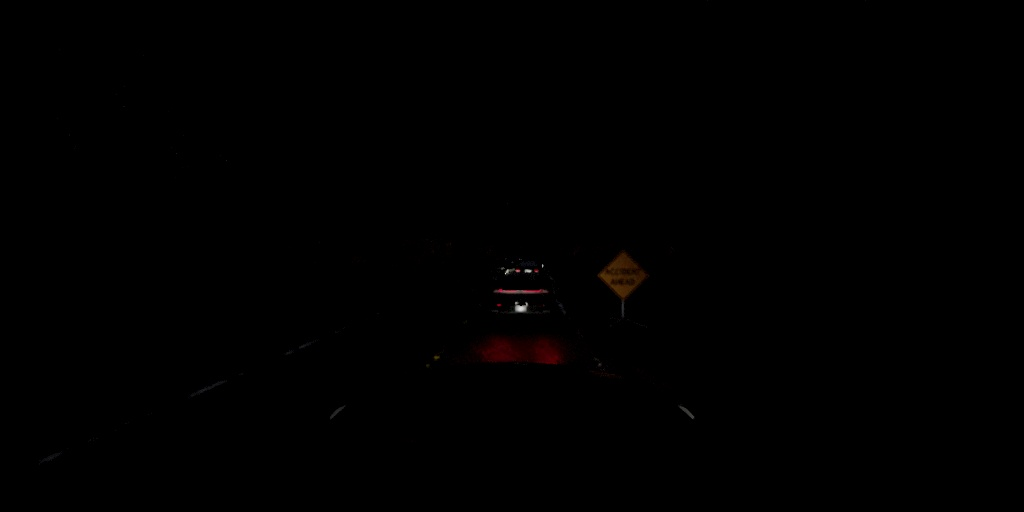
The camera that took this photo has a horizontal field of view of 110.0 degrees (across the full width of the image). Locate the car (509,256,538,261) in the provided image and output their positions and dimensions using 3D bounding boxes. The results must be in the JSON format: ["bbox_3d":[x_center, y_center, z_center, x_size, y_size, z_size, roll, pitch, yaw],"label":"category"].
[{"bbox_3d":[1.236,0.947,25.671,2.033,1.411,5.357,0,1,6],"label":"car"}]

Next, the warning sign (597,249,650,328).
[{"bbox_3d":[2.773,0.761,8.986,1.300,1.860,1.060,0,0,2],"label":"warning sign"}]

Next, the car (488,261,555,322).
[{"bbox_3d":[0.336,1.099,11.589,2.128,1.511,4.902,0,1,3],"label":"car"}]

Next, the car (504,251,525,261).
[{"bbox_3d":[0.502,0.327,45.391,2.150,2.045,5.566,0,1,9],"label":"car"}]
